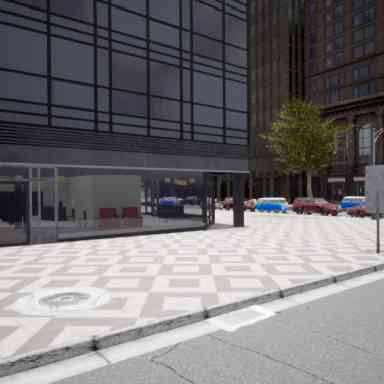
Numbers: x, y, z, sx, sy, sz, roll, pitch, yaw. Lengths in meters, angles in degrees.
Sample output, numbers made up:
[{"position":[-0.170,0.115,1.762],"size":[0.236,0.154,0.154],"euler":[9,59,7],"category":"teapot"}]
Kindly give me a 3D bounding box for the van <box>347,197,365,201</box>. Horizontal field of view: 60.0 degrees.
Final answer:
[{"position":[19.710,1.456,39.396],"size":[1.690,1.788,3.998],"euler":[-1,0,-35],"category":"van"}]

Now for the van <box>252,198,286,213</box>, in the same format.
[{"position":[9.476,1.599,39.077],"size":[1.690,1.788,3.998],"euler":[-1,0,-35],"category":"van"}]

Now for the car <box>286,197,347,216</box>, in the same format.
[{"position":[12.767,1.517,34.448],"size":[2.192,1.841,5.009],"euler":[-1,0,-35],"category":"car"}]

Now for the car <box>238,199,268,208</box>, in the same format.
[{"position":[9.743,1.803,53.420],"size":[1.752,1.417,4.829],"euler":[-1,0,-35],"category":"car"}]

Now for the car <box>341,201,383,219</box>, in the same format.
[{"position":[16.064,1.727,29.820],"size":[1.802,1.307,4.206],"euler":[-1,0,-35],"category":"car"}]

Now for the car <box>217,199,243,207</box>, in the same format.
[{"position":[6.551,1.872,57.910],"size":[1.887,1.381,4.507],"euler":[-1,0,-35],"category":"car"}]

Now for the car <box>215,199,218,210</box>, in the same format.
[{"position":[2.899,1.915,48.336],"size":[2.008,1.369,4.403],"euler":[-1,0,-35],"category":"car"}]

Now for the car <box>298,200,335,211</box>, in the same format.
[{"position":[16.424,1.736,44.025],"size":[1.947,1.339,4.313],"euler":[-1,0,-35],"category":"car"}]

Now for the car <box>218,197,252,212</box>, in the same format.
[{"position":[6.185,1.627,43.706],"size":[2.192,1.841,5.009],"euler":[-1,0,-35],"category":"car"}]

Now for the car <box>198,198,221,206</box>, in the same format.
[{"position":[3.260,1.929,62.538],"size":[2.008,1.369,4.403],"euler":[-1,0,-35],"category":"car"}]
